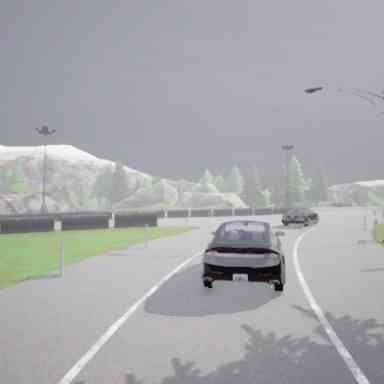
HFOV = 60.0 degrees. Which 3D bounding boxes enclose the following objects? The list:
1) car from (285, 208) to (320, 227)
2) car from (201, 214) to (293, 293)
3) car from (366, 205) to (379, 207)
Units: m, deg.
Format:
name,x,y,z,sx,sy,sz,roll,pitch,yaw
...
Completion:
name,x,y,z,sx,sy,sz,roll,pitch,yaw
car,8.706,1.964,26.449,2.033,1.411,5.357,-2,-2,32
car,1.464,1.527,9.050,2.128,1.511,4.902,-1,-1,12
car,46.954,3.967,83.116,5.357,1.411,2.033,0,-3,-23
